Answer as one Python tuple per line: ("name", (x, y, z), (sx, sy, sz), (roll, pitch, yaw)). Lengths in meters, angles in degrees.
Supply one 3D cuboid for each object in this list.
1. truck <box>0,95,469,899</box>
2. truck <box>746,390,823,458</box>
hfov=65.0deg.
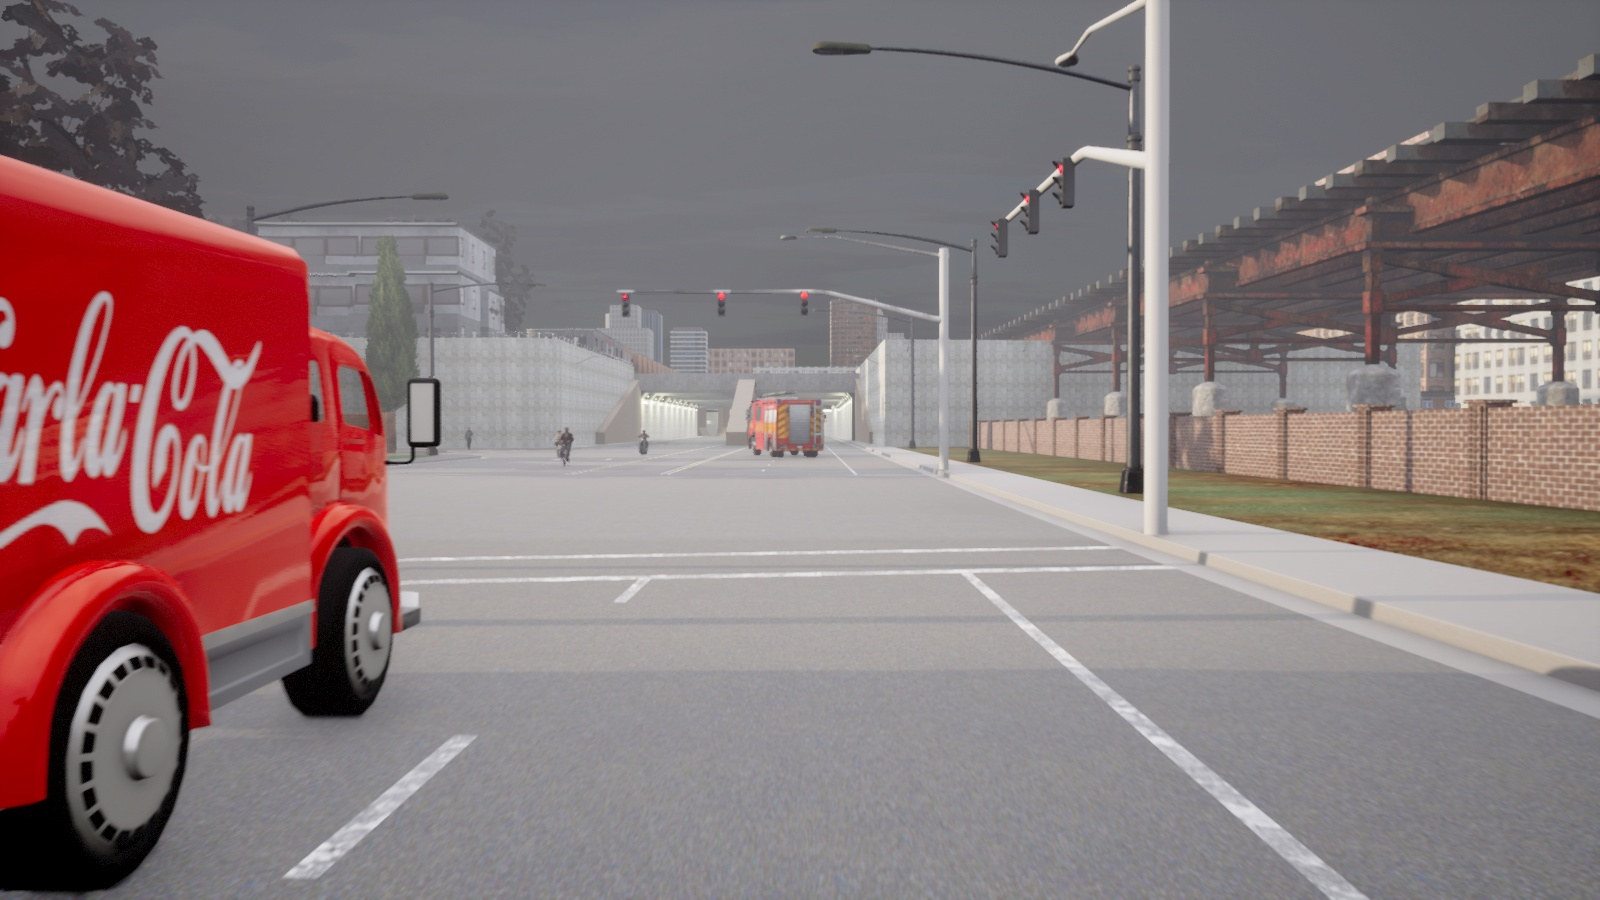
("truck", (-3.477, 0.233, 5.397), (2.627, 2.467, 5.204), (0, 1, 1))
("truck", (-1.039, -1.547, 75.883), (2.891, 3.827, 8.468), (0, 1, -13))
